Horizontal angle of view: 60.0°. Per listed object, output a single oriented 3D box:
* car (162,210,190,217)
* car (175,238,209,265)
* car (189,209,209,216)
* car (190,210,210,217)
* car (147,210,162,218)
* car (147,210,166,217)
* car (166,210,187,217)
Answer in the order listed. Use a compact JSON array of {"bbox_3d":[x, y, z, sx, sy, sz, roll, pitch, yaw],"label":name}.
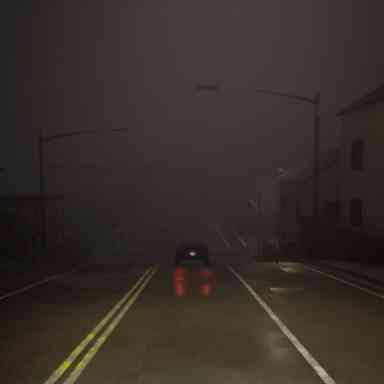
[{"bbox_3d":[-3.651,5.118,77.505,4.974,1.542,2.038,-3,4,-37],"label":"car"},{"bbox_3d":[-0.017,3.387,19.198,1.812,1.442,4.674,0,-10,-1],"label":"car"},{"bbox_3d":[1.662,4.893,78.352,4.536,1.218,1.853,1,4,28],"label":"car"},{"bbox_3d":[1.709,5.052,78.336,4.974,1.542,2.038,1,4,28],"label":"car"},{"bbox_3d":[-8.259,5.138,77.458,4.974,1.542,2.038,3,4,43],"label":"car"},{"bbox_3d":[-8.298,4.979,77.485,4.536,1.218,1.853,3,4,43],"label":"car"},{"bbox_3d":[-3.611,4.959,77.528,4.536,1.218,1.853,-3,4,-37],"label":"car"}]
